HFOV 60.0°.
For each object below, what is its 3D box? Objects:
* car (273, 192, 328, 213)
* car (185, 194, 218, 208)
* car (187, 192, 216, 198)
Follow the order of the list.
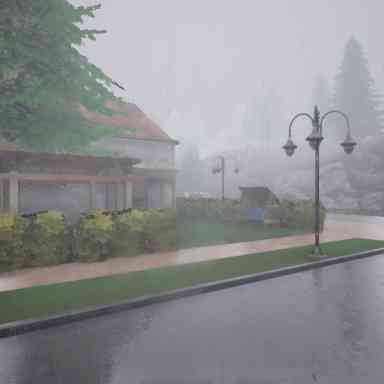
[{"bbox_3d":[8.810,1.057,28.606,2.150,2.045,5.566,0,0,-35],"label":"car"},{"bbox_3d":[1.240,1.190,45.629,2.097,1.767,4.553,0,0,-35],"label":"car"},{"bbox_3d":[1.348,1.061,39.100,2.150,2.045,5.566,0,0,-35],"label":"car"}]
